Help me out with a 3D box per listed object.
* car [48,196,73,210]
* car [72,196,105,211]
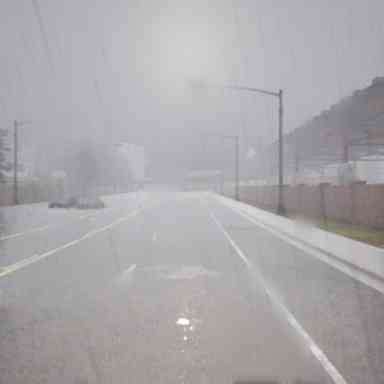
[{"bbox_3d":[-14.081,1.139,37.043,2.033,1.411,5.357,0,1,0],"label":"car"},{"bbox_3d":[-10.590,1.196,34.966,1.994,1.385,4.181,0,1,0],"label":"car"}]
